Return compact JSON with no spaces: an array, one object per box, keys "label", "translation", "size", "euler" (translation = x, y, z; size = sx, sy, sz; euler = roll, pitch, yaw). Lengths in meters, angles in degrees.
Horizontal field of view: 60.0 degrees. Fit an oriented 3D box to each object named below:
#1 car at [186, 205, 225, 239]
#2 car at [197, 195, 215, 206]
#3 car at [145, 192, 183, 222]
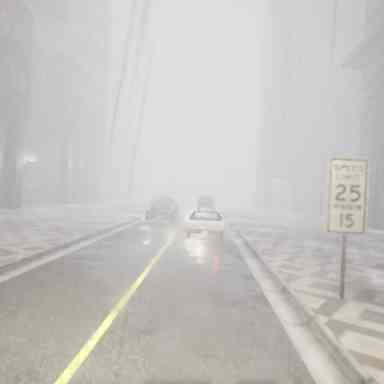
[{"label":"car","translation":[0.737,1.667,18.127],"size":[1.895,1.301,4.718],"euler":[3,0,2]},{"label":"car","translation":[1.827,1.383,43.462],"size":[2.150,2.045,5.566],"euler":[3,0,2]},{"label":"car","translation":[-2.073,1.101,24.450],"size":[2.097,1.767,4.553],"euler":[3,0,2]}]
